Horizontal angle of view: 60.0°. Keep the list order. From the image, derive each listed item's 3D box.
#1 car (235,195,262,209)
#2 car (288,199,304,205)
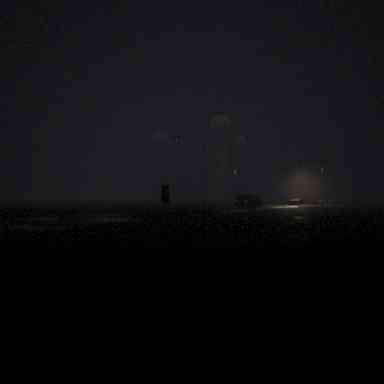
[{"bbox_3d":[8.340,1.433,49.003,2.150,2.045,5.566,1,0,36],"label":"car"},{"bbox_3d":[20.832,1.951,66.446,1.895,1.301,4.718,1,0,36],"label":"car"}]
